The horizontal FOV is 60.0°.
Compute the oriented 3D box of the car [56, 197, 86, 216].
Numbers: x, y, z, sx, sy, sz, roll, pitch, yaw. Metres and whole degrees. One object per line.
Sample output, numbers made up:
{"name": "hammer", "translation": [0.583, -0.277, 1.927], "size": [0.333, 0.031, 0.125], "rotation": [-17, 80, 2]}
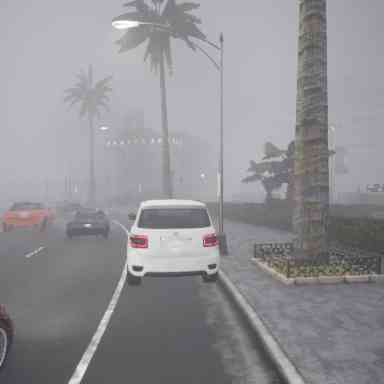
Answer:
{"name": "car", "translation": [-12.008, 1.495, 32.323], "size": [1.837, 1.490, 4.892], "rotation": [1, 0, -33]}

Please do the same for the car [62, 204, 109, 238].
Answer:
{"name": "car", "translation": [-5.450, 1.560, 17.700], "size": [1.994, 1.385, 4.181], "rotation": [0, 0, -14]}

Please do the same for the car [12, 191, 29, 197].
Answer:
{"name": "car", "translation": [-37.893, 1.221, 71.704], "size": [4.553, 1.767, 2.185], "rotation": [0, 0, 21]}

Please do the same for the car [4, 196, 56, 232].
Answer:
{"name": "car", "translation": [-9.821, 1.344, 20.274], "size": [2.097, 1.767, 4.553], "rotation": [0, 0, -17]}

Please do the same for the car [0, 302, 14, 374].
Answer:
{"name": "car", "translation": [-3.198, 1.523, 2.397], "size": [1.812, 1.442, 4.674], "rotation": [0, 0, -1]}

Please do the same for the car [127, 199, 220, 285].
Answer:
{"name": "car", "translation": [-0.676, 1.219, 9.688], "size": [2.150, 2.045, 5.566], "rotation": [0, 0, -7]}
